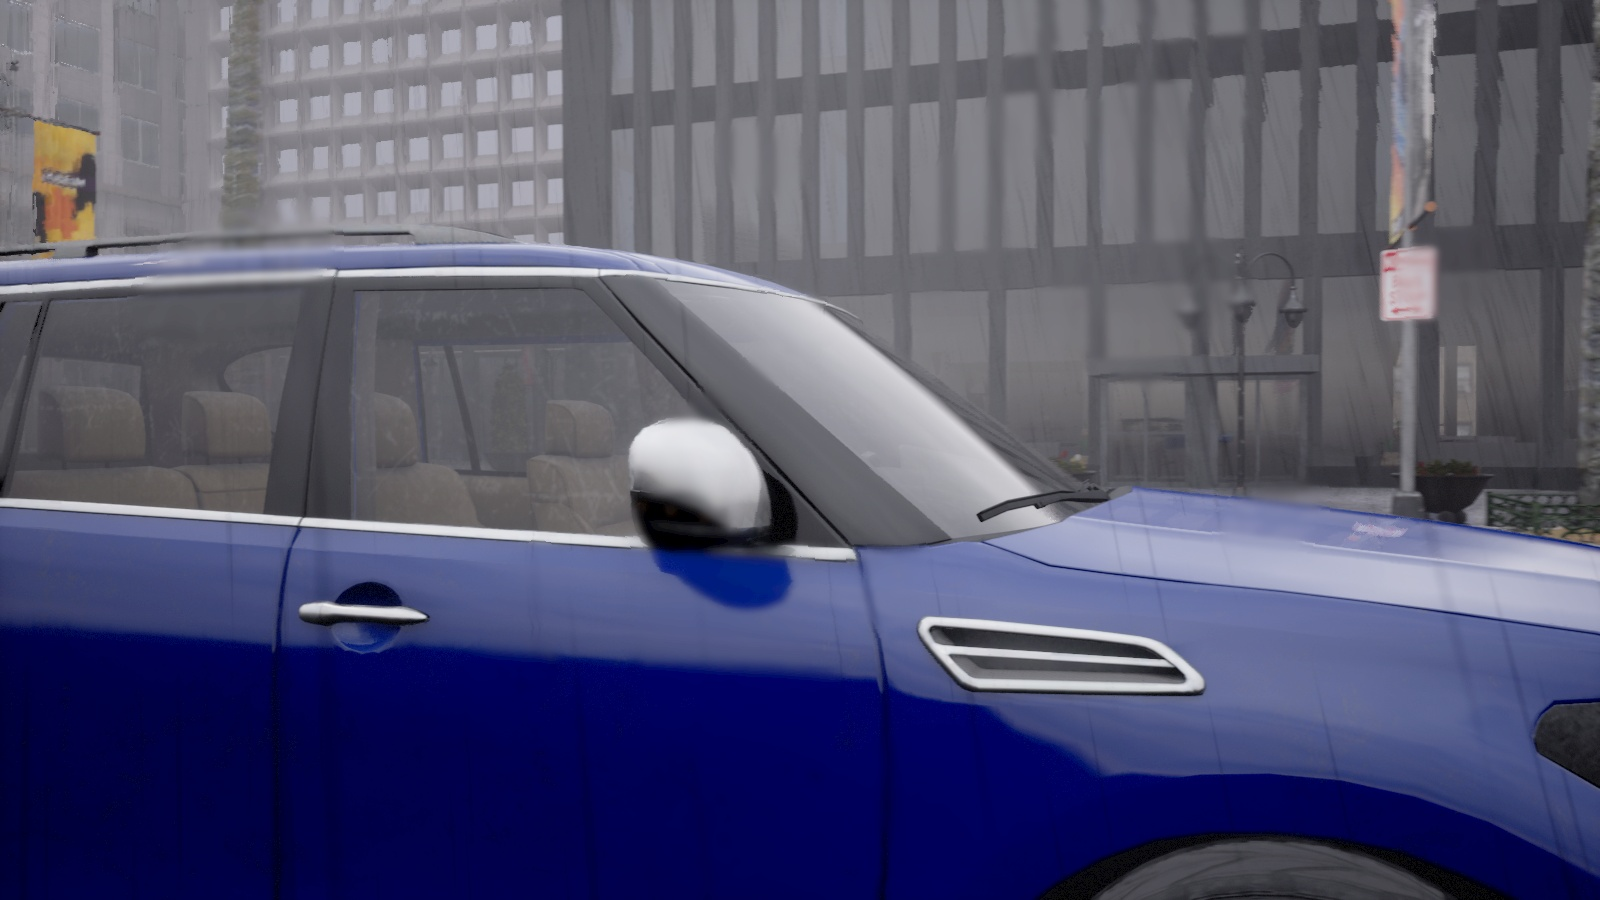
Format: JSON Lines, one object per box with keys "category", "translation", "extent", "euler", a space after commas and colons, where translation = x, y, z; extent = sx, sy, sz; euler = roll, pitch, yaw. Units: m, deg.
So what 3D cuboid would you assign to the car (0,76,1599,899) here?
{"category": "car", "translation": [-0.621, 0.489, 3.398], "extent": [5.566, 2.045, 2.150], "euler": [1, 1, 19]}
